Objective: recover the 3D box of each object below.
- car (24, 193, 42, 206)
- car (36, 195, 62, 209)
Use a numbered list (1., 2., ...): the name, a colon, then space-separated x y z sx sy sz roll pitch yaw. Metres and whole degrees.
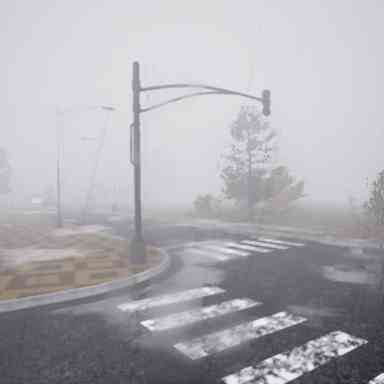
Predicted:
1. car: -26.197 1.266 55.024 2.150 2.045 5.566 -1 1 -37
2. car: -19.396 1.526 45.862 2.128 1.511 4.902 -1 1 -36
